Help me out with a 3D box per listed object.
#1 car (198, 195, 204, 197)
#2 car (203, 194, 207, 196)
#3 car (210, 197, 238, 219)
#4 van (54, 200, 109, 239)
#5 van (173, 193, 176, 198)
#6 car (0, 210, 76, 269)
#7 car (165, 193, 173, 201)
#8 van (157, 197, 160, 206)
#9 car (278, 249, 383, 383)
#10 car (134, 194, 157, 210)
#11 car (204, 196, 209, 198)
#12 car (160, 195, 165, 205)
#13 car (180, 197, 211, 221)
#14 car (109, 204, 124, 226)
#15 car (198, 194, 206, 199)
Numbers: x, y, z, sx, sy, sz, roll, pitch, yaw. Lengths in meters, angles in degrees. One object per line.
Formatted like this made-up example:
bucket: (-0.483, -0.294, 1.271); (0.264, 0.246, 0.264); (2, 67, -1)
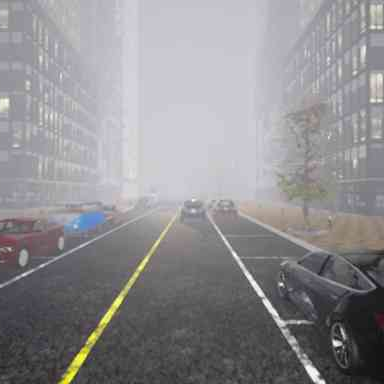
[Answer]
car: (0.106, 1.427, 42.137); (1.994, 1.385, 4.181); (0, 0, 0)
car: (2.701, 1.378, 45.367); (1.752, 1.417, 4.829); (0, 0, 0)
car: (2.699, 1.352, 28.121); (1.967, 1.590, 4.097); (0, 0, 0)
van: (-5.684, 1.289, 16.752); (1.690, 1.788, 3.998); (0, 0, 0)
van: (-5.673, 1.050, 85.057); (1.690, 1.788, 3.998); (0, 0, 0)
car: (-5.685, 1.511, 11.060); (1.887, 1.381, 4.507); (0, 0, 0)
car: (-5.676, 1.277, 73.503); (1.752, 1.417, 4.829); (0, 0, 0)
van: (-5.679, 1.194, 45.213); (1.690, 1.788, 3.998); (0, 0, 0)
car: (2.694, 1.550, 5.354); (1.947, 1.339, 4.313); (0, 0, 0)
car: (-5.680, 1.313, 39.520); (1.967, 1.590, 4.097); (0, 0, 0)
car: (2.699, 1.455, 39.505); (1.802, 1.307, 4.206); (0, 0, 0)
car: (-5.679, 1.399, 50.906); (1.947, 1.339, 4.313); (0, 0, 0)
car: (0.104, 1.419, 26.714); (2.163, 1.488, 4.792); (0, 0, 0)
car: (-5.684, 1.512, 22.445); (1.802, 1.307, 4.206); (0, 0, 0)
car: (2.708, 1.239, 90.732); (2.008, 1.369, 4.403); (0, 0, 0)
